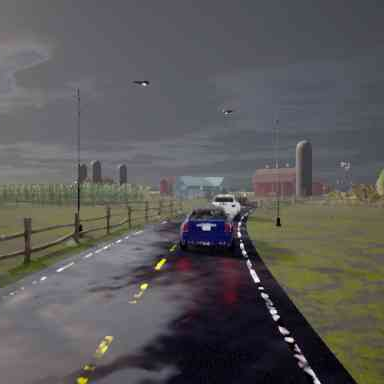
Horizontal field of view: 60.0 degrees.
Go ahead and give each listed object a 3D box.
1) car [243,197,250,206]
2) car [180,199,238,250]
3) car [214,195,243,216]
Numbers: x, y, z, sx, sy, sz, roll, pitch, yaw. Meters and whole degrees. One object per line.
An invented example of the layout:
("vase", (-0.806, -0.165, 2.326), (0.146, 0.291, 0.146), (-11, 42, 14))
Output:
("car", (8.317, 1.541, 55.736), (1.882, 1.535, 5.008), (0, 0, 22))
("car", (0.755, 1.365, 14.418), (2.097, 1.767, 4.553), (0, 0, 6))
("car", (3.036, 1.263, 29.155), (2.150, 2.045, 5.566), (0, 0, 12))
